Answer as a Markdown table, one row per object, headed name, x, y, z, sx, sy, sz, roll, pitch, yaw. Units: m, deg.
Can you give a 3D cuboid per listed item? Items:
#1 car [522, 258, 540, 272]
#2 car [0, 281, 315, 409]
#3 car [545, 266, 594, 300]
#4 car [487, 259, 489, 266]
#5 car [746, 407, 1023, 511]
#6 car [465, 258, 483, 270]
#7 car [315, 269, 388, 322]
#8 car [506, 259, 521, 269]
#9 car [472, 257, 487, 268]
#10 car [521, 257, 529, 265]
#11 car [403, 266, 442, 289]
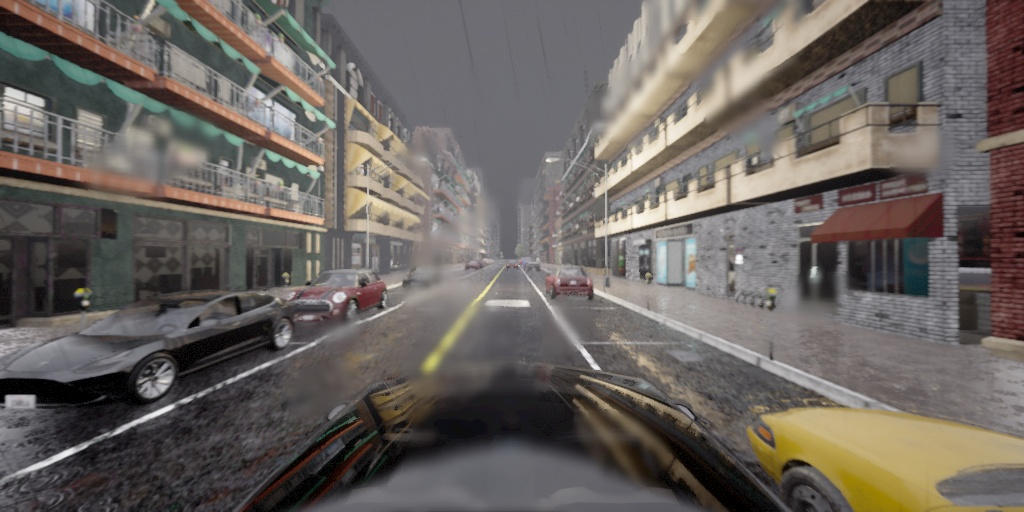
| name | x | y | z | sx | sy | sz | roll | pitch | yaw |
| --- | --- | --- | --- | --- | --- | --- | --- | --- | --- |
| car | 2.695 | 1.322 | 45.979 | 2.007 | 1.370 | 4.403 | 0 | 0 | 0 |
| car | -5.690 | 1.316 | 6.331 | 1.948 | 1.339 | 4.313 | 0 | 0 | 0 |
| car | 2.692 | 1.190 | 17.657 | 1.967 | 1.591 | 4.097 | 0 | 0 | 0 |
| car | -5.683 | 1.361 | 62.973 | 1.948 | 1.339 | 4.313 | 0 | 0 | 0 |
| car | 2.690 | 1.276 | 0.834 | 1.751 | 1.417 | 4.829 | 0 | 0 | 0 |
| car | -5.685 | 1.324 | 51.645 | 1.888 | 1.381 | 4.507 | 0 | 0 | 0 |
| car | -5.689 | 1.189 | 11.992 | 1.967 | 1.591 | 4.097 | 0 | 0 | 0 |
| car | 0.005 | 1.384 | 55.271 | 1.895 | 1.301 | 4.718 | 0 | 0 | 0 |
| car | -5.684 | 1.101 | 57.310 | 2.192 | 1.841 | 5.009 | 0 | 0 | 0 |
| car | 2.696 | 1.336 | 57.309 | 2.007 | 1.370 | 4.403 | 0 | 0 | 0 |
| car | -5.688 | 1.319 | 23.323 | 1.948 | 1.339 | 4.313 | 0 | 0 | 0 |
